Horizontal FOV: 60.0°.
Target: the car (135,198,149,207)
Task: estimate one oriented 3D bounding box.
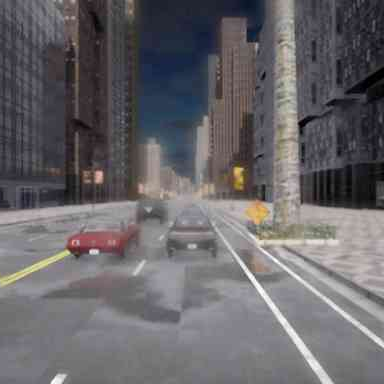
[{"bbox_3d":[-9.751,2.065,65.369,2.097,1.767,4.553,0,-1,0],"label":"car"}]

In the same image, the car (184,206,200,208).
[{"bbox_3d":[0.018,1.823,27.552,2.033,1.411,5.357,0,-1,0],"label":"car"}]

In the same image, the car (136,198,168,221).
[{"bbox_3d":[-3.233,1.501,27.596,2.150,2.045,5.566,0,0,0],"label":"car"}]

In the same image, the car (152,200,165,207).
[{"bbox_3d":[-6.506,2.273,65.344,1.994,1.385,4.181,0,-1,0],"label":"car"}]

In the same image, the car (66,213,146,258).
[{"bbox_3d":[-3.228,1.729,13.269,1.895,1.301,4.718,0,-1,0],"label":"car"}]

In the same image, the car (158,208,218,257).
[{"bbox_3d":[0.024,1.623,13.521,2.128,1.511,4.902,0,0,0],"label":"car"}]

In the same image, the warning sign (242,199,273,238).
[{"bbox_3d":[3.235,1.275,16.475,1.300,1.860,1.060,0,0,0],"label":"warning sign"}]
